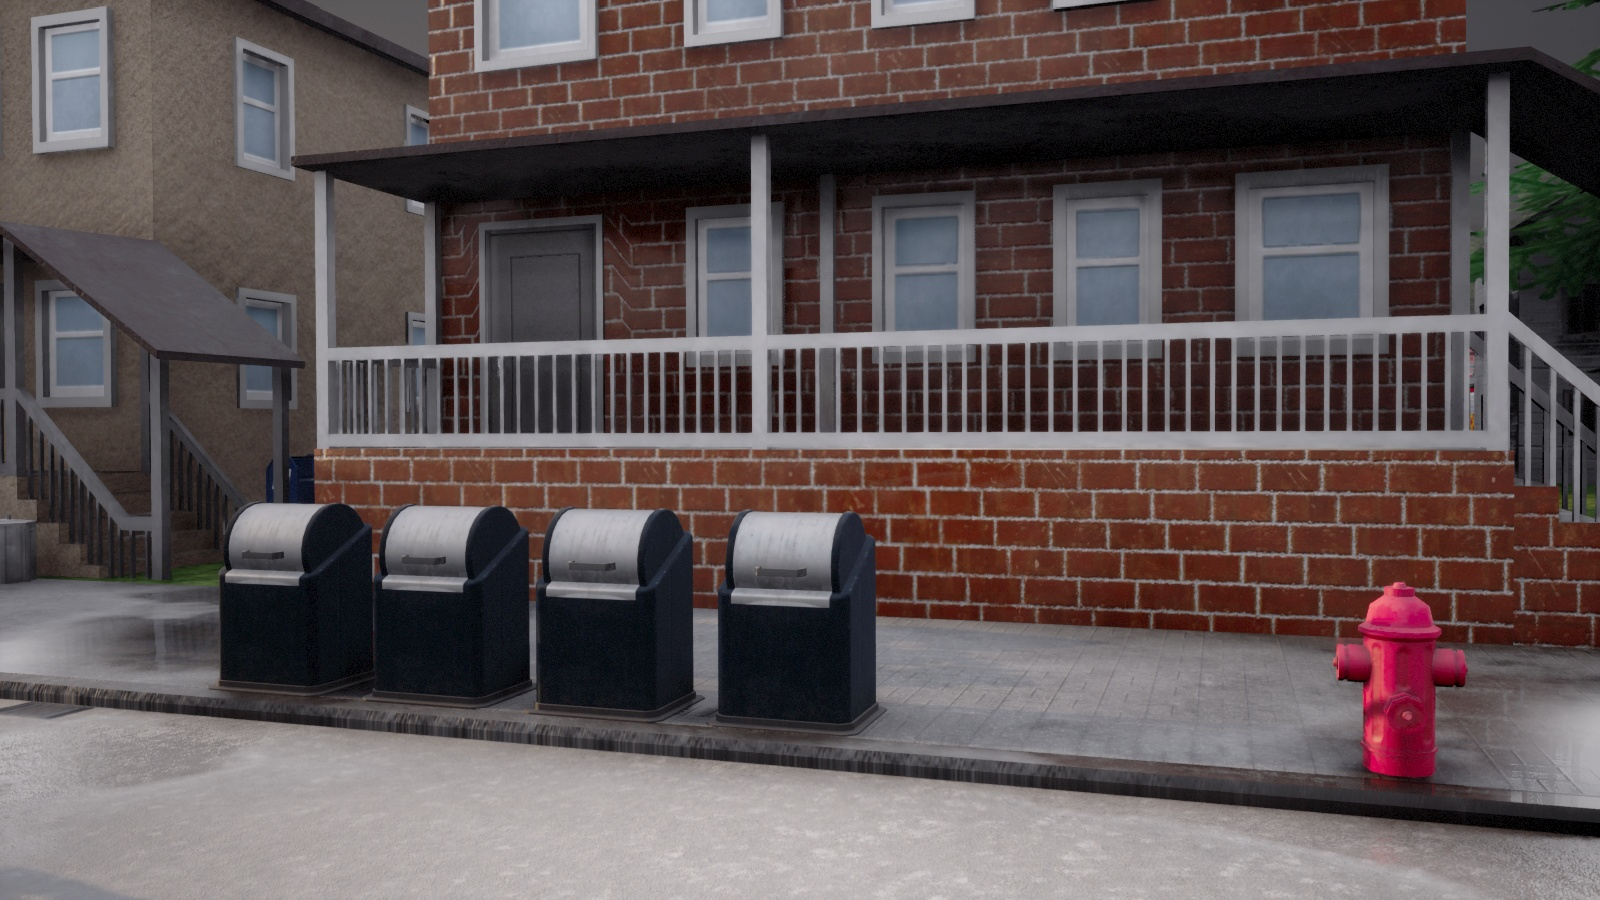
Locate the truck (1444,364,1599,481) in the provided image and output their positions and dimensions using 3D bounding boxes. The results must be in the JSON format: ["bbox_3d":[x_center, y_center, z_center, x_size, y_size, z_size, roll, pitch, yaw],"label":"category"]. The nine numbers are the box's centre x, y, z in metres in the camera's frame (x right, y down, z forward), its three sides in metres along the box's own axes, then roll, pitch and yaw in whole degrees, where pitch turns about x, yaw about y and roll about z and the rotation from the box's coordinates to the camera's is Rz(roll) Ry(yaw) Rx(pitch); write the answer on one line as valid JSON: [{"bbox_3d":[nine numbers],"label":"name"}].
[{"bbox_3d":[26.759,-0.918,42.503,8.468,3.827,2.891,1,1,18],"label":"truck"}]
